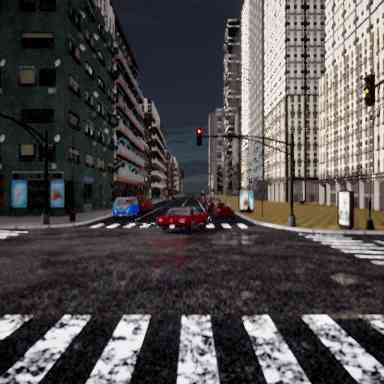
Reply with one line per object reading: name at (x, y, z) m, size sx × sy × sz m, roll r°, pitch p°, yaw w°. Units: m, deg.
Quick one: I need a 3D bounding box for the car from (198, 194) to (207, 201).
car at (2.689, 1.358, 83.950) m, size 2.192 × 1.841 × 5.009 m, roll 0°, pitch 0°, yaw 0°

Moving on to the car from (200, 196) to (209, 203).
car at (2.689, 1.577, 72.895) m, size 1.887 × 1.381 × 4.507 m, roll 0°, pitch 0°, yaw 0°

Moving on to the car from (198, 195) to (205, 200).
car at (2.686, 1.638, 95.005) m, size 1.802 × 1.307 × 4.206 m, roll 0°, pitch 0°, yaw 0°

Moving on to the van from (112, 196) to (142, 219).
van at (-5.685, 1.345, 28.674) m, size 1.690 × 1.788 × 3.998 m, roll 0°, pitch 0°, yaw 0°

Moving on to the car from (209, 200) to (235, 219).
car at (2.694, 1.586, 28.673) m, size 1.802 × 1.307 × 4.206 m, roll 0°, pitch 0°, yaw 0°

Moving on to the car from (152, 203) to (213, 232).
car at (-0.395, 1.602, 20.365) m, size 1.895 × 1.301 × 4.718 m, roll 0°, pitch 0°, yaw 19°

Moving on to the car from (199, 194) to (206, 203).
car at (2.692, 1.457, 56.312) m, size 1.967 × 1.590 × 4.097 m, roll 0°, pitch 0°, yaw 0°

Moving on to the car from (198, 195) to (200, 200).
car at (2.690, 1.578, 67.367) m, size 2.008 × 1.369 × 4.403 m, roll 0°, pitch 0°, yaw 0°

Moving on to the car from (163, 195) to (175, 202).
car at (-5.691, 1.478, 78.422) m, size 1.967 × 1.590 × 4.097 m, roll 0°, pitch 0°, yaw 0°

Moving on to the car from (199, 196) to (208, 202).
car at (2.688, 1.619, 78.422) m, size 1.802 × 1.307 × 4.206 m, roll 0°, pitch 0°, yaw 0°

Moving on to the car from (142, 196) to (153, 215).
car at (-5.685, 1.321, 34.202) m, size 2.192 × 1.841 × 5.009 m, roll 0°, pitch 0°, yaw 0°

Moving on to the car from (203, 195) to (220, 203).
car at (2.694, 1.448, 39.729) m, size 1.967 × 1.590 × 4.097 m, roll 0°, pitch 0°, yaw 0°

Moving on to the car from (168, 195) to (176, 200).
car at (-5.694, 1.622, 95.005) m, size 1.947 × 1.339 × 4.313 m, roll 0°, pitch 0°, yaw 0°

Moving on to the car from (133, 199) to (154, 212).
car at (-5.688, 1.553, 39.730) m, size 1.887 × 1.381 × 4.507 m, roll 0°, pitch 0°, yaw 0°
